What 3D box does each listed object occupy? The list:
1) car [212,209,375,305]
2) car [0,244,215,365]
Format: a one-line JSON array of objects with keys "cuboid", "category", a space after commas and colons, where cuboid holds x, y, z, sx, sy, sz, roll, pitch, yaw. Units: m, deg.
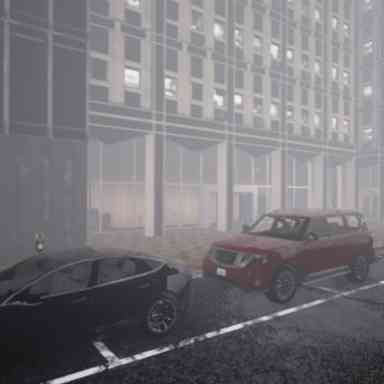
[{"cuboid": [2.671, 1.387, 8.460, 5.009, 1.841, 2.192, 1, -1, -35], "category": "car"}, {"cuboid": [-1.972, 1.579, 5.155, 4.313, 1.339, 1.947, 1, -1, -35], "category": "car"}]
